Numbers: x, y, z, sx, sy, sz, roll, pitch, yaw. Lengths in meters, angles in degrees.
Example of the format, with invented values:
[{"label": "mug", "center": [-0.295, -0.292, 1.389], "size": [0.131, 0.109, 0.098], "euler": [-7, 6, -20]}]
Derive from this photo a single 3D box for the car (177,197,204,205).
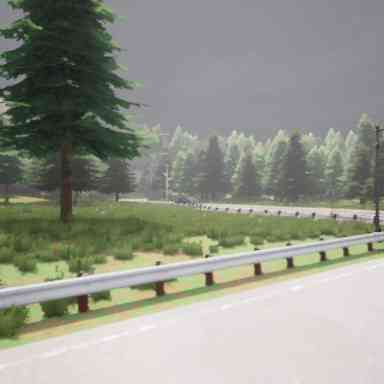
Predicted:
[{"label": "car", "center": [-0.343, 1.420, 46.976], "size": [1.837, 1.490, 4.892], "euler": [0, 0, -35]}]
